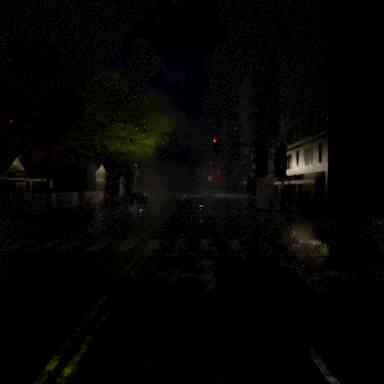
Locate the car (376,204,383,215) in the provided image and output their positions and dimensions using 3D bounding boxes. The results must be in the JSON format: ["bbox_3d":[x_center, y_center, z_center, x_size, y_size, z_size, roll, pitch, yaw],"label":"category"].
[{"bbox_3d":[16.353,1.127,25.249,4.313,1.339,1.947,0,1,0],"label":"car"}]

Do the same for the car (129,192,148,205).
[{"bbox_3d":[-6.540,0.809,40.942,2.128,1.511,4.902,0,2,0],"label":"car"}]

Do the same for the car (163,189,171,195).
[{"bbox_3d":[-6.584,-0.051,88.661,1.837,1.490,4.892,0,1,0],"label":"car"}]
